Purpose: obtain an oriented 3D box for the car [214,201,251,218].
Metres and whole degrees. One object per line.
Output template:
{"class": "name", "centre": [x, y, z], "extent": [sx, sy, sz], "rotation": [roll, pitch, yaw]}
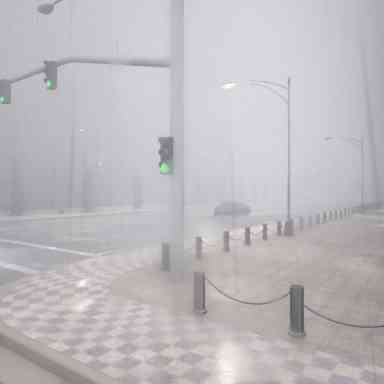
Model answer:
{"class": "car", "centre": [3.727, 1.508, 30.193], "extent": [1.994, 1.385, 4.181], "rotation": [0, 0, 36]}
